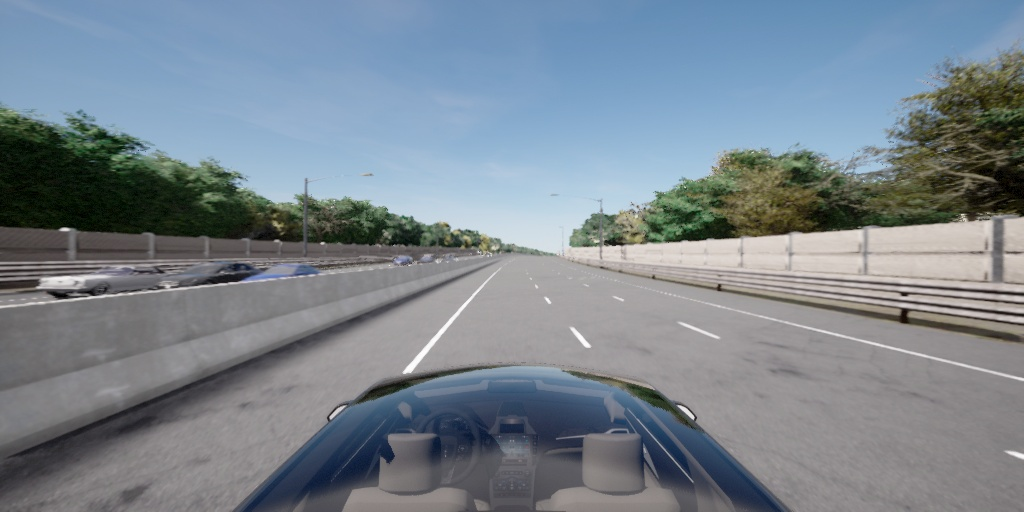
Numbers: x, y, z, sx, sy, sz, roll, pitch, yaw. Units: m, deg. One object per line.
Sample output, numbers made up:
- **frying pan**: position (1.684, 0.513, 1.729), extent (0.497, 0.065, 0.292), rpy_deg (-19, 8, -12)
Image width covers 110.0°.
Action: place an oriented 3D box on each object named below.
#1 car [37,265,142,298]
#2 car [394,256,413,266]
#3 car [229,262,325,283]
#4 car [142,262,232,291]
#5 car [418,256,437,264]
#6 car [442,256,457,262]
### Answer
- **car**: position (-17.714, 1.092, 16.260), extent (1.895, 1.301, 4.718), rpy_deg (1, 0, 0)
- **car**: position (-17.216, 0.727, 56.965), extent (1.812, 1.442, 4.674), rpy_deg (1, 1, 2)
- **car**: position (-10.718, 1.110, 17.209), extent (1.812, 1.442, 4.674), rpy_deg (1, 0, 0)
- **car**: position (-14.216, 1.042, 17.229), extent (1.837, 1.490, 4.892), rpy_deg (1, 0, 0)
- **car**: position (-13.666, 0.778, 58.252), extent (2.033, 1.411, 5.357), rpy_deg (1, 1, 2)
- **car**: position (-10.153, 0.769, 58.675), extent (1.837, 1.490, 4.892), rpy_deg (1, 1, 2)
